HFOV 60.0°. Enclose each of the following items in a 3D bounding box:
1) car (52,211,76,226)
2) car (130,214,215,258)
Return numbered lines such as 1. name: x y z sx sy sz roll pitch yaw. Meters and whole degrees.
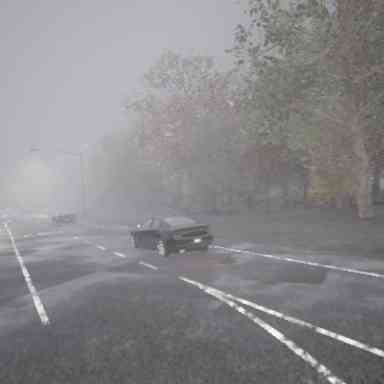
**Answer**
1. car: -14.069 2.790 36.300 1.882 1.535 5.008 -4 -1 -30
2. car: -1.041 1.653 13.724 1.882 1.535 5.008 -4 -1 -30
